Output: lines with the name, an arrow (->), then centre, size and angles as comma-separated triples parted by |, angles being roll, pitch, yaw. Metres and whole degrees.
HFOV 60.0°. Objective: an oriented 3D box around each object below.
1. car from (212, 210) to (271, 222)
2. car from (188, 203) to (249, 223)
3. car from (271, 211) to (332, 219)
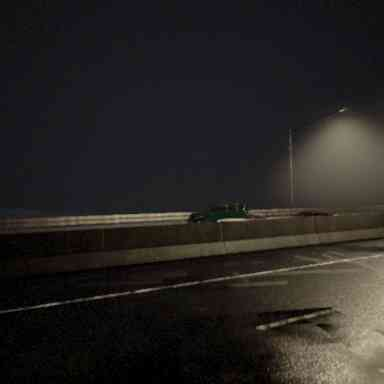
car -> 4.272, 2.264, 25.315 | 4.718, 1.301, 1.895 | 0, -2, -27
car -> 2.410, 2.013, 28.307 | 5.566, 2.045, 2.150 | 0, -2, -27
car -> 8.200, 2.047, 23.394 | 4.674, 1.442, 1.812 | 0, -2, -27
